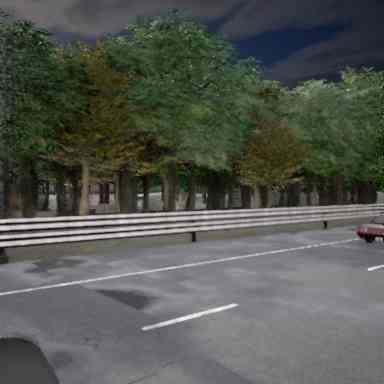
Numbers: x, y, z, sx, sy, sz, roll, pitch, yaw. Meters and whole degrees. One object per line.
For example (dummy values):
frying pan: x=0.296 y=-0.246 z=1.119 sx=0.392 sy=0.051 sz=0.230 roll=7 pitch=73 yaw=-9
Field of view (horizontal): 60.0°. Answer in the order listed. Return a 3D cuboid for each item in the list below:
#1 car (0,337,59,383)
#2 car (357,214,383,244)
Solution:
car: x=-3.320 y=1.545 z=1.380 sx=5.357 sy=1.411 sz=2.033 roll=0 pitch=0 yaw=-36
car: x=9.397 y=1.622 z=14.746 sx=4.718 sy=1.301 sz=1.895 roll=0 pitch=0 yaw=-36
